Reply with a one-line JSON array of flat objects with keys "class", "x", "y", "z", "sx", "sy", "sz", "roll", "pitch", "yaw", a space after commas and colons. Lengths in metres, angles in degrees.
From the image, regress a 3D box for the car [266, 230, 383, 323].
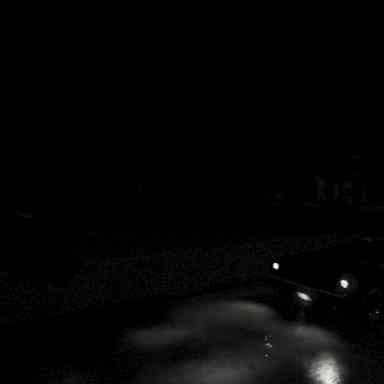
[{"class": "car", "x": 3.835, "y": 1.567, "z": 7.199, "sx": 4.718, "sy": 1.301, "sz": 1.895, "roll": 0, "pitch": 1, "yaw": -34}]
